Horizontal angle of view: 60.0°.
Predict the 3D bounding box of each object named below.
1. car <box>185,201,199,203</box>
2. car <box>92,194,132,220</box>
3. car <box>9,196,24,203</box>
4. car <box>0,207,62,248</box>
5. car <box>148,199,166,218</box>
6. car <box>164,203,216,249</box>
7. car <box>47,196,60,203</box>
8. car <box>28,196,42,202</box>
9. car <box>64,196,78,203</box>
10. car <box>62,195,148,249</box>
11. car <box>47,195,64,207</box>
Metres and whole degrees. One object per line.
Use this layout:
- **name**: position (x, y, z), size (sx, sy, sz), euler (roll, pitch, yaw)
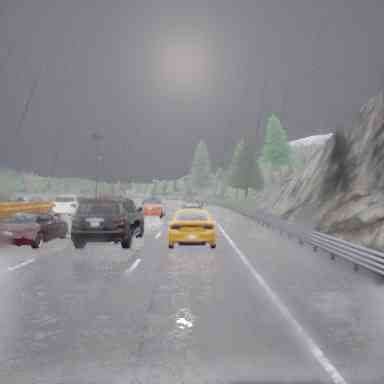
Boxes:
- **car**: position (0.024, 1.530, 29.630), size (1.812, 1.442, 4.674), euler (0, 0, 0)
- **car**: position (-6.976, 1.255, 29.669), size (2.150, 2.045, 5.566), euler (0, 0, 0)
- **car**: position (-35.616, 1.504, 67.471), size (2.128, 1.511, 4.902), euler (0, 0, -13)
- **car**: position (-6.995, 1.569, 14.639), size (1.994, 1.385, 4.181), euler (0, 0, 0)
- **car**: position (-3.476, 1.363, 29.605), size (2.097, 1.767, 4.553), euler (0, 0, 0)
- **car**: position (0.005, 1.482, 14.630), size (1.882, 1.535, 5.008), euler (0, 0, 0)
- **car**: position (-28.855, 1.499, 69.283), size (1.812, 1.442, 4.674), euler (0, 0, -13)
- **car**: position (-32.229, 1.572, 68.348), size (1.895, 1.301, 4.718), euler (0, 0, -13)
- **car**: position (-25.474, 1.512, 70.189), size (2.033, 1.411, 5.357), euler (0, 0, -13)
- **car**: position (-3.495, 1.255, 14.665), size (2.150, 2.045, 5.566), euler (0, 0, 0)
- **car**: position (-10.476, 1.255, 29.673), size (2.150, 2.045, 5.566), euler (0, 0, 0)
